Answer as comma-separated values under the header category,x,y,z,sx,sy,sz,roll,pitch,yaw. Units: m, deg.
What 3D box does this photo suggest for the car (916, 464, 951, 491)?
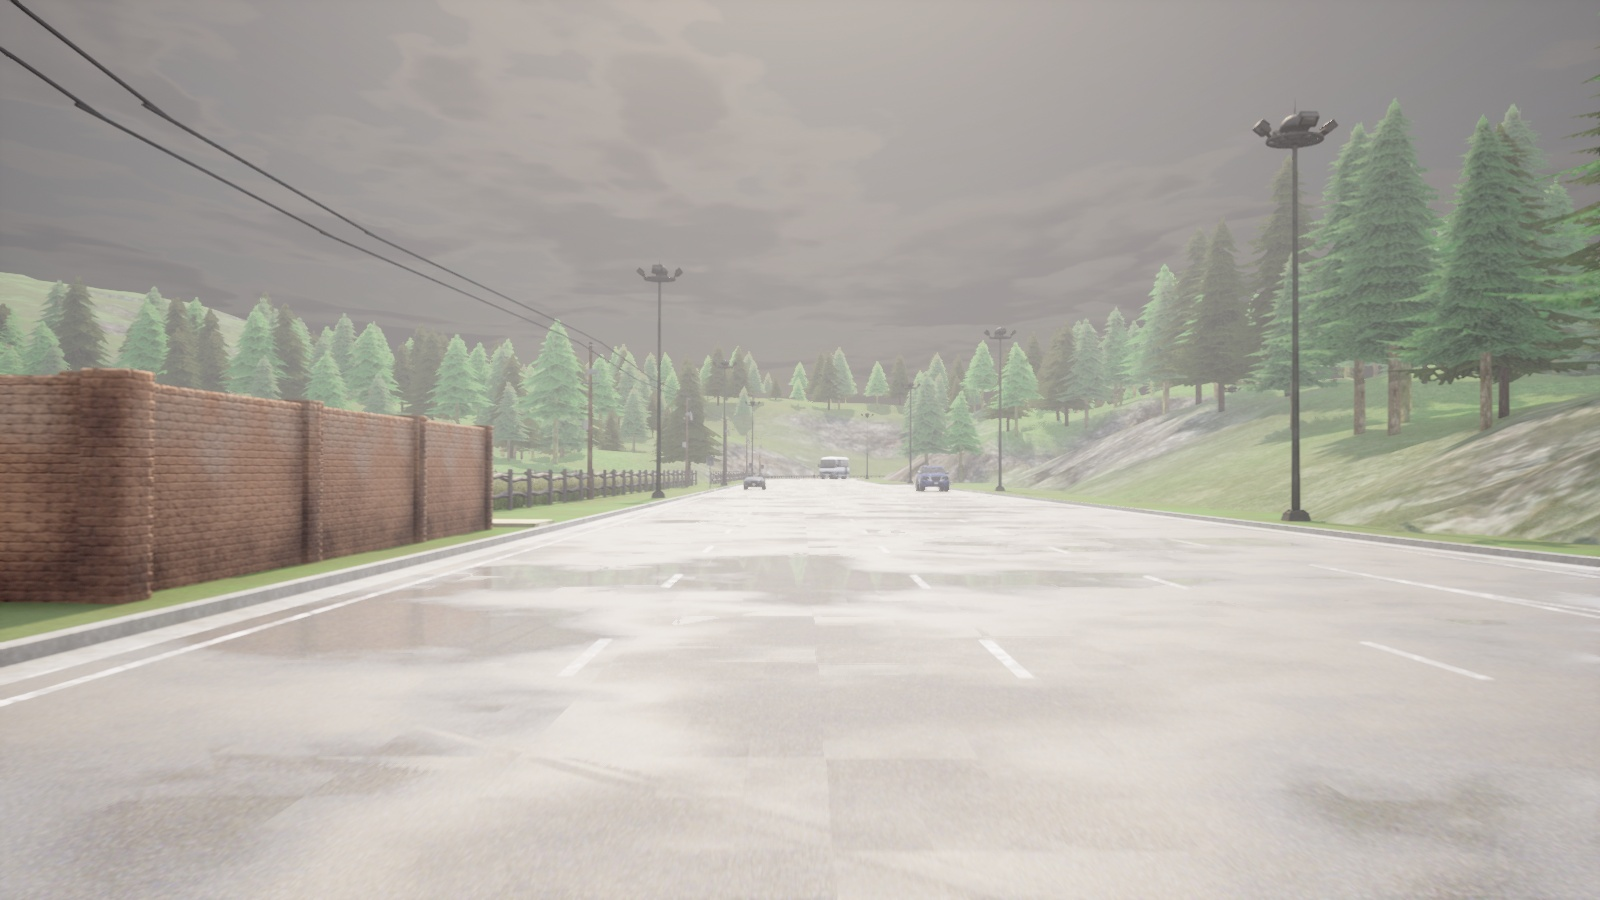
category,x,y,z,sx,sy,sz,roll,pitch,yaw
car,10.324,2.124,97.653,2.150,2.045,5.566,0,-1,0
